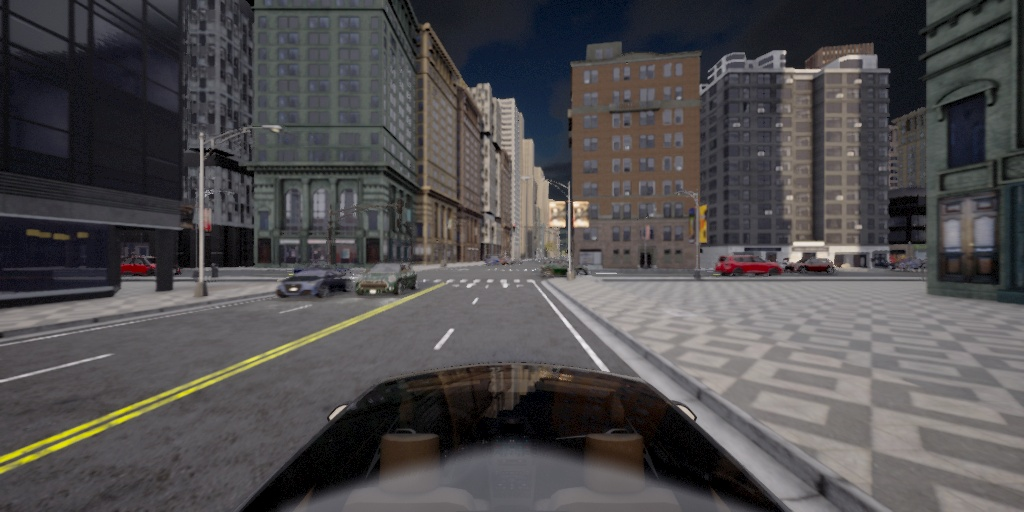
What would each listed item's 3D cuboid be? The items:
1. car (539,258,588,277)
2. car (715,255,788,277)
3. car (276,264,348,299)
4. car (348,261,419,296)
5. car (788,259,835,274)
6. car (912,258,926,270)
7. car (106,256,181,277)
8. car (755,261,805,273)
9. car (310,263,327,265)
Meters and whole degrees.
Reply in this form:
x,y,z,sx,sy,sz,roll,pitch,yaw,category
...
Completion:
x,y,z,sx,sy,sz,roll,pitch,yaw,category
4.859,1.083,33.828,4.553,1.767,2.097,0,0,0,car
22.259,0.965,33.894,5.566,2.045,2.150,0,0,0,car
-9.807,1.306,18.081,1.994,1.385,4.181,0,0,0,car
-6.549,1.092,19.182,2.097,1.767,4.553,0,0,0,car
33.483,1.079,40.518,4.553,1.767,2.097,0,0,0,car
48.913,0.838,40.496,4.892,1.490,1.837,0,0,0,car
-34.526,1.045,33.676,5.566,2.045,2.150,2,0,0,car
32.663,1.326,43.763,4.718,1.301,1.895,0,0,0,car
-17.680,1.350,33.741,4.718,1.301,1.895,0,0,0,car
